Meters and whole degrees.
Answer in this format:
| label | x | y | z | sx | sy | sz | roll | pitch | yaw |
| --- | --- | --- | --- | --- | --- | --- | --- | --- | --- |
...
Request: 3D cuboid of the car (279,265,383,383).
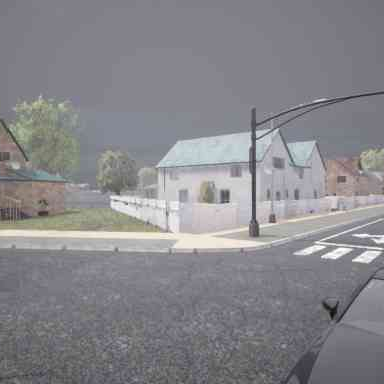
| label | x | y | z | sx | sy | sz | roll | pitch | yaw |
| --- | --- | --- | --- | --- | --- | --- | --- | --- | --- |
| car | 2.506 | 1.524 | 3.367 | 1.812 | 1.442 | 4.674 | 0 | 0 | 41 |
